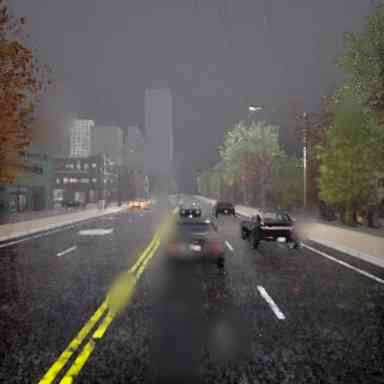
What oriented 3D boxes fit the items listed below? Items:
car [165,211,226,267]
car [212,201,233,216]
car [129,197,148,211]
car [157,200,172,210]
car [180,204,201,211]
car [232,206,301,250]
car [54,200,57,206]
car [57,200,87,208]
[{"bbox_3d":[0.084,1.605,11.651,2.033,1.411,5.357,0,0,0],"label":"car"},{"bbox_3d":[3.047,1.637,32.532,1.882,1.535,5.008,0,0,-1],"label":"car"},{"bbox_3d":[-7.050,1.569,44.178,2.097,1.767,4.553,0,0,-1],"label":"car"},{"bbox_3d":[-3.821,1.780,47.082,2.033,1.411,5.357,0,0,0],"label":"car"},{"bbox_3d":[-0.167,1.749,30.262,1.895,1.301,4.718,0,0,-1],"label":"car"},{"bbox_3d":[3.303,1.563,14.778,2.128,1.511,4.902,0,0,-1],"label":"car"},{"bbox_3d":[-29.151,2.149,66.776,4.403,1.369,2.008,-1,1,-1],"label":"car"},{"bbox_3d":[-20.681,2.109,58.400,4.313,1.339,1.947,-1,1,-1],"label":"car"}]
